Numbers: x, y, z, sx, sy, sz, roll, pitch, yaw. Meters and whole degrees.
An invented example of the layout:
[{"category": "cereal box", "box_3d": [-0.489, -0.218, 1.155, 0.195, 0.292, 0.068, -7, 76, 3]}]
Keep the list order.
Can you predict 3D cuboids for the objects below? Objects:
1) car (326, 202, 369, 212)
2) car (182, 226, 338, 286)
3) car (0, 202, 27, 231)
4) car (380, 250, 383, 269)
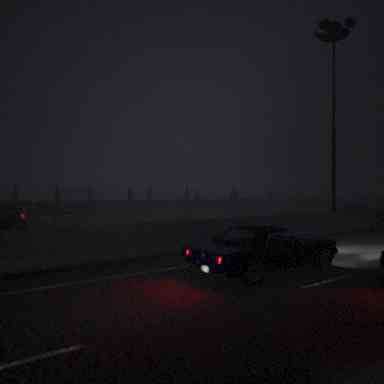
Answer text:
[{"category": "car", "box_3d": [15.005, 1.684, 31.936, 5.357, 1.411, 2.033, 0, 0, -36]}, {"category": "car", "box_3d": [2.136, 1.633, 9.565, 4.718, 1.301, 1.895, 0, 0, -35]}, {"category": "car", "box_3d": [-11.263, 1.357, 17.453, 4.553, 1.767, 2.097, 0, 0, -35]}, {"category": "car", "box_3d": [6.986, 1.648, 8.727, 4.718, 1.301, 1.895, 0, 0, -35]}]
